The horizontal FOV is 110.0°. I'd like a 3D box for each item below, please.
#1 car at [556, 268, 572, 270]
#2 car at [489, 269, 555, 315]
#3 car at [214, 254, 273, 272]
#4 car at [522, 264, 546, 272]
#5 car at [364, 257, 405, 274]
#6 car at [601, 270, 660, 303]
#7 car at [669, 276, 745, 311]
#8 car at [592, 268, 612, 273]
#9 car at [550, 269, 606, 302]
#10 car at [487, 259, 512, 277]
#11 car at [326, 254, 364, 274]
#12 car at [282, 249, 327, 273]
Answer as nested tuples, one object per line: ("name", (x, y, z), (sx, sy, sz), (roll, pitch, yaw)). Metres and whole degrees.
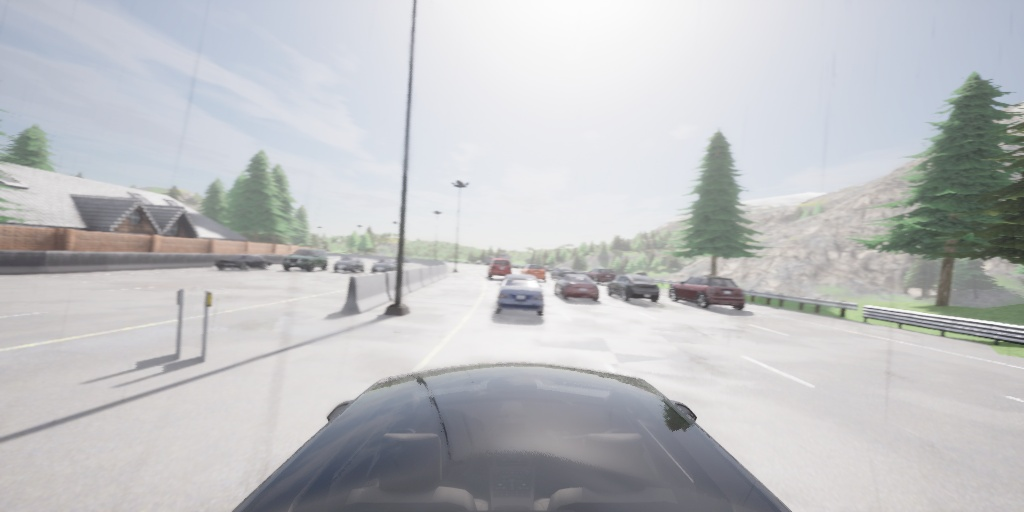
("car", (5.438, 1.979, 38.586), (1.837, 1.490, 4.892), (3, 0, -8))
("car", (0.289, 1.466, 14.658), (2.033, 1.411, 5.357), (3, -1, 0))
("car", (-21.700, 0.537, 29.155), (1.895, 1.301, 4.718), (3, -1, -6))
("car", (2.126, 1.631, 37.007), (2.097, 1.767, 4.553), (3, -1, -8))
("car", (-11.659, 1.003, 33.197), (2.128, 1.511, 4.902), (3, -1, -7))
("car", (7.089, 1.861, 21.399), (1.837, 1.490, 4.892), (3, 0, -2))
("car", (10.636, 1.874, 19.930), (2.097, 1.767, 4.553), (3, -1, -2))
("car", (9.140, 2.002, 37.242), (2.097, 1.767, 4.553), (3, -1, -7))
("car", (3.615, 1.727, 20.584), (1.994, 1.385, 4.181), (3, -1, -2))
("car", (-1.321, 1.320, 36.922), (2.150, 2.045, 5.566), (3, -1, -8))
("car", (-15.245, 0.821, 33.761), (2.128, 1.511, 4.902), (3, -1, -8))
("car", (-18.577, 0.362, 32.584), (2.150, 2.045, 5.566), (3, -1, -8))
